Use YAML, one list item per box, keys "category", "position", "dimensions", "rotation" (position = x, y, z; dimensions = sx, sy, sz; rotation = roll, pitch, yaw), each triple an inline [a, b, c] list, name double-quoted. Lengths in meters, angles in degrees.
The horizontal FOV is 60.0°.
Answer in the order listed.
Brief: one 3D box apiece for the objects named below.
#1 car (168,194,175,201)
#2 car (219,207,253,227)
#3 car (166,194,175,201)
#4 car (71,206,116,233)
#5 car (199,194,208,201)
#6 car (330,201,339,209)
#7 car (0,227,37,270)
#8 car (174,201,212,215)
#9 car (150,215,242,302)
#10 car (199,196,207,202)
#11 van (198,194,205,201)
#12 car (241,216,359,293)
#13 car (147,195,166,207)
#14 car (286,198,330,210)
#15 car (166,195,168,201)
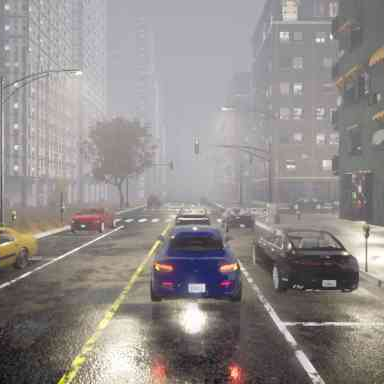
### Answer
- category: "car"
  position: [-5.857, 1.649, 85.246]
  dimensions: [1.947, 1.339, 4.313]
  rotation: [0, 0, 0]
- category: "car"
  position: [2.654, 1.555, 19.736]
  dimensions: [2.008, 1.369, 4.403]
  rotation: [0, 0, 0]
- category: "car"
  position: [-5.868, 1.409, 90.768]
  dimensions: [2.192, 1.841, 5.009]
  rotation: [0, 0, 0]
- category: "car"
  position: [-5.726, 1.549, 19.720]
  dimensions: [1.887, 1.381, 4.507]
  rotation: [0, 0, 0]
- category: "car"
  position: [2.546, 1.630, 74.216]
  dimensions: [1.947, 1.339, 4.313]
  rotation: [0, 0, 0]
- category: "car"
  position: [18.749, 1.259, 39.229]
  dimensions: [4.829, 1.417, 1.752]
  rotation: [-1, 1, -1]
- category: "car"
  position: [-5.704, 1.526, 8.484]
  dimensions: [1.752, 1.417, 4.829]
  rotation: [0, 0, 0]
- category: "car"
  position: [0.045, 1.495, 18.252]
  dimensions: [2.128, 1.511, 4.902]
  rotation: [0, 0, 0]
- category: "car"
  position: [0.078, 1.526, 8.149]
  dimensions: [1.812, 1.442, 4.674]
  rotation: [0, 0, 0]
- category: "car"
  position: [2.535, 1.599, 79.908]
  dimensions: [1.752, 1.417, 4.829]
  rotation: [0, 0, 0]
- category: "van"
  position: [2.524, 1.424, 85.262]
  dimensions: [1.690, 1.788, 3.998]
  rotation: [0, 0, 0]
- category: "car"
  position: [2.676, 1.552, 8.670]
  dimensions: [2.008, 1.369, 4.403]
  rotation: [0, 0, 0]
- category: "car"
  position: [-5.791, 1.349, 52.108]
  dimensions: [2.192, 1.841, 5.009]
  rotation: [0, 0, 0]
- category: "car"
  position: [13.352, 1.359, 39.164]
  dimensions: [4.403, 1.369, 2.008]
  rotation: [-1, 1, -1]
- category: "car"
  position: [-5.802, 1.607, 57.631]
  dimensions: [1.947, 1.339, 4.313]
  rotation: [0, 0, 0]
